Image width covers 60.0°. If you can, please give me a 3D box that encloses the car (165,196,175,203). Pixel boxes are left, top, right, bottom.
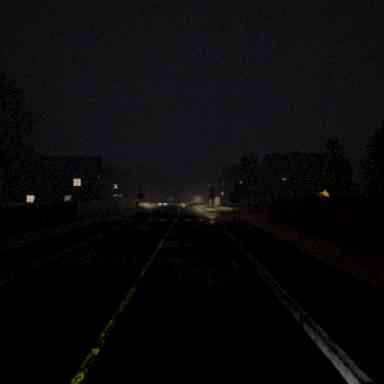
[{"bbox_3d":[-5.815,1.872,87.289,2.097,1.767,4.553,0,-1,-12],"label":"car"}]

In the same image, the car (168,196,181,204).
[{"bbox_3d":[-3.875,2.054,77.441,1.895,1.301,4.718,0,-1,-10],"label":"car"}]

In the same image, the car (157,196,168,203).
[{"bbox_3d":[-7.337,1.680,81.059,1.994,1.385,4.181,0,-1,-10],"label":"car"}]
